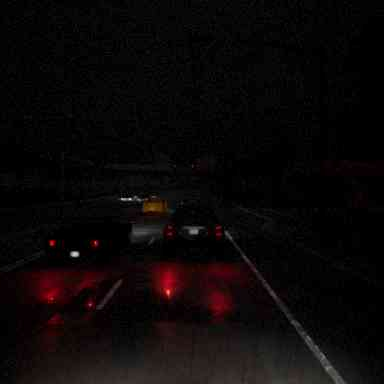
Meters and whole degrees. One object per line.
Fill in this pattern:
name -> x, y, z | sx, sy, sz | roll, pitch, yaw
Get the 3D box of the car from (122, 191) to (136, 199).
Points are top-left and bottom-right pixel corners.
car -> -14.021, 0.775, 72.754 | 1.994, 1.385, 4.181 | 0, 1, 0

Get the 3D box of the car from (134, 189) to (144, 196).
car -> -14.025, 0.184, 88.532 | 2.097, 1.767, 4.553 | 0, 2, 0

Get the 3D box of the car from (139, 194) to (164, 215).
car -> -3.420, 1.259, 31.301 | 1.882, 1.535, 5.008 | 0, 0, 0

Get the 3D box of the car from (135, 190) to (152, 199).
car -> -10.521, 0.700, 72.838 | 1.882, 1.535, 5.008 | 0, 1, 0

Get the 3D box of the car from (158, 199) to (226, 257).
car -> 0.074, 1.267, 12.739 | 2.097, 1.767, 4.553 | 0, 1, 0

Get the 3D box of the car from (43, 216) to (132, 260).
car -> -3.426, 1.517, 11.974 | 1.895, 1.301, 4.718 | 0, 0, 0

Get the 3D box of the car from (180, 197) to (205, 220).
car -> 0.068, 1.289, 27.600 | 1.882, 1.535, 5.008 | 0, 1, 0

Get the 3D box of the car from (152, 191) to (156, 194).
car -> -10.525, 0.373, 88.489 | 2.033, 1.411, 5.357 | 0, 2, 0
